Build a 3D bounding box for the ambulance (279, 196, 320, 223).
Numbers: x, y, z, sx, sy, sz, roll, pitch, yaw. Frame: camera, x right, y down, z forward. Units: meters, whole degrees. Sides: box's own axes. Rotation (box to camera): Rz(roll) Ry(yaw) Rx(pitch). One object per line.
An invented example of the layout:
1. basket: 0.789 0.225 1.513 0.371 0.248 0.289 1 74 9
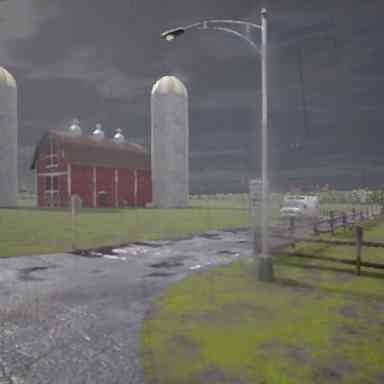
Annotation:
1. ambulance: 10.429 1.614 32.380 2.351 2.431 6.366 -1 -1 35
